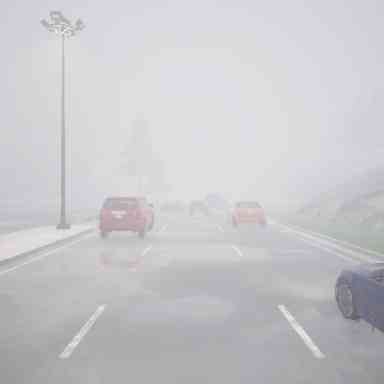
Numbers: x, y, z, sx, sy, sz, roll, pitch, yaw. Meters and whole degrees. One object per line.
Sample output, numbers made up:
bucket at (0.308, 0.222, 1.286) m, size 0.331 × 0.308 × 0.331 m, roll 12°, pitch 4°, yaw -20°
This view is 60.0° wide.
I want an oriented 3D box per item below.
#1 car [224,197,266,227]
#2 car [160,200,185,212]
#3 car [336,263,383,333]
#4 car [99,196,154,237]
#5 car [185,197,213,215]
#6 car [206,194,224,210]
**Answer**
car at (3.638, 1.352, 22.894) m, size 2.097 × 1.767 × 4.553 m, roll 0°, pitch 0°, yaw 1°
car at (-1.995, 1.601, 37.778) m, size 1.895 × 1.301 × 4.718 m, roll 0°, pitch 0°, yaw 13°
car at (3.601, 1.526, 4.323) m, size 1.812 × 1.442 × 4.674 m, roll 0°, pitch 0°, yaw 0°
car at (-3.398, 1.221, 18.055) m, size 2.150 × 2.045 × 5.566 m, roll 0°, pitch 0°, yaw 0°
car at (0.774, 1.504, 33.509) m, size 1.837 × 1.490 × 4.892 m, roll 0°, pitch 0°, yaw 7°
car at (3.169, 1.221, 43.648) m, size 2.150 × 2.045 × 5.566 m, roll 0°, pitch 0°, yaw 15°
